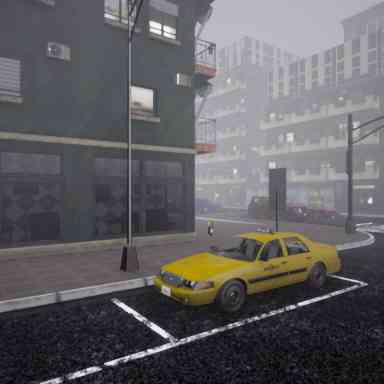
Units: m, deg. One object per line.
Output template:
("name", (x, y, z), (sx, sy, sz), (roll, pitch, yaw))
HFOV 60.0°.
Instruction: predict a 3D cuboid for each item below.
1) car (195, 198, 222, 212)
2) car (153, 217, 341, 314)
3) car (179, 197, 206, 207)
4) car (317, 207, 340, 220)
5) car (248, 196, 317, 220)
("car", (1.265, 1.388, 37.017), (1.882, 1.535, 5.008), (0, 1, -36))
("car", (1.475, 1.525, 7.612), (4.829, 1.417, 1.752), (0, 0, -35))
("car", (-0.024, 1.464, 48.673), (1.802, 1.307, 4.206), (0, 0, -36))
("car", (9.071, 1.551, 26.256), (1.895, 1.301, 4.718), (0, 0, -37))
("car", (6.477, 1.263, 25.404), (2.192, 1.841, 5.009), (0, 0, -36))
